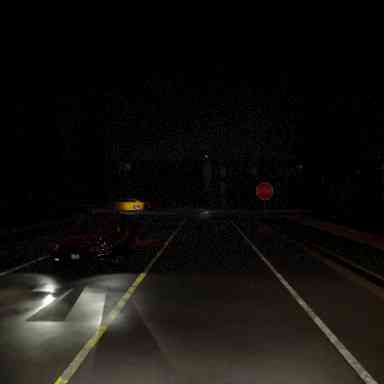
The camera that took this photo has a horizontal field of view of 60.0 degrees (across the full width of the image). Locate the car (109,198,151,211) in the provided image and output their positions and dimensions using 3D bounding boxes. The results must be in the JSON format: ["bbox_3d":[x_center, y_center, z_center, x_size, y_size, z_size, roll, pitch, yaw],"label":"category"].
[{"bbox_3d":[-7.232,1.460,38.511,5.008,1.535,1.882,0,-1,19],"label":"car"}]

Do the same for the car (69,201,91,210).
[{"bbox_3d":[-13.357,1.579,36.002,4.718,1.301,1.895,0,0,2],"label":"car"}]

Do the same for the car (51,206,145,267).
[{"bbox_3d":[-3.121,1.478,11.622,1.882,1.535,5.008,0,0,2],"label":"car"}]

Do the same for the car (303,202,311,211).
[{"bbox_3d":[15.448,1.469,38.474,4.902,1.511,2.128,0,0,1],"label":"car"}]

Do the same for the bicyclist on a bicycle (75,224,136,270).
[{"bbox_3d":[-2.076,1.438,8.800,1.656,1.620,0.582,28,31,-26],"label":"bicyclist on a bicycle"}]
